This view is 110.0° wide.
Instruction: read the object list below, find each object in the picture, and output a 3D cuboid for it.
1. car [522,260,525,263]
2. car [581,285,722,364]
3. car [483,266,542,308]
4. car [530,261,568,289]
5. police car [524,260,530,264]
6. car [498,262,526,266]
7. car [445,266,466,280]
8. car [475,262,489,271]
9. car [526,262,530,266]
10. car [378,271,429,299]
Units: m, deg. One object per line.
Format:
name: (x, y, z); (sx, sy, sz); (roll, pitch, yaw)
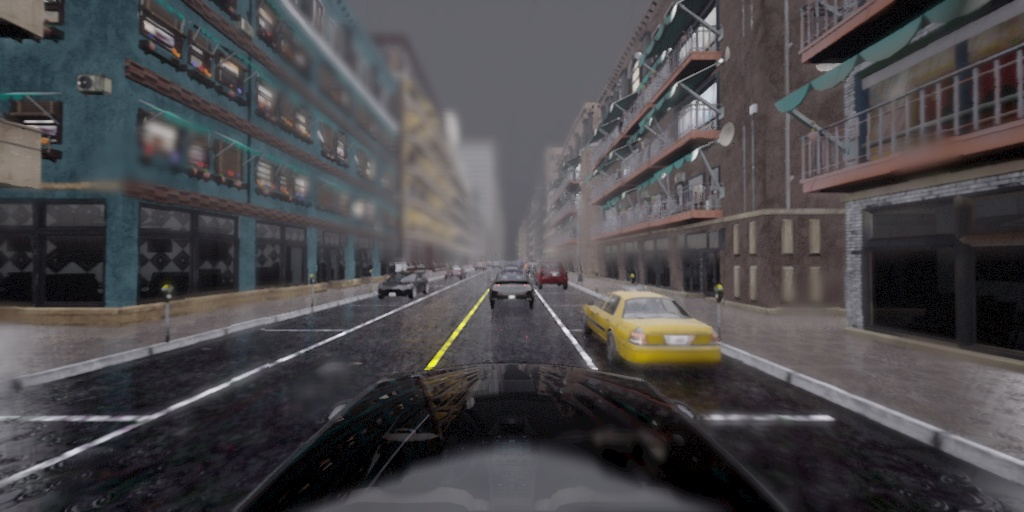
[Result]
car: (3.086, 1.631, 56.529); (2.097, 1.767, 4.553); (0, -1, 0)
car: (2.687, 1.334, 8.073); (1.751, 1.417, 4.829); (0, 0, 0)
car: (-0.003, 1.380, 16.151); (2.128, 1.511, 4.902); (0, 0, 0)
car: (2.679, 1.286, 24.951); (2.192, 1.841, 5.009); (0, 0, 0)
police car: (3.110, 1.636, 49.669); (1.930, 1.638, 5.238); (0, -1, 0)
car: (-0.011, 1.539, 31.156); (1.837, 1.490, 4.892); (0, 0, 0)
car: (-5.707, 1.663, 36.308); (1.802, 1.307, 4.207); (0, 0, 0)
car: (-5.721, 1.905, 64.718); (1.888, 1.381, 4.507); (0, 0, 0)
car: (2.673, 1.632, 36.315); (2.007, 1.370, 4.403); (0, 0, 0)
car: (-5.699, 1.482, 19.261); (1.948, 1.339, 4.313); (0, 0, 0)
